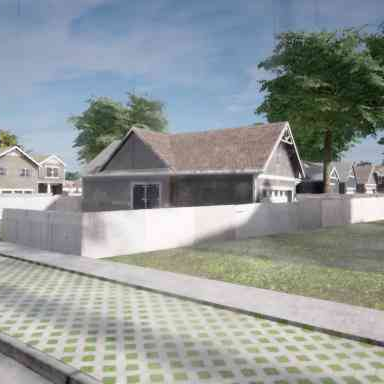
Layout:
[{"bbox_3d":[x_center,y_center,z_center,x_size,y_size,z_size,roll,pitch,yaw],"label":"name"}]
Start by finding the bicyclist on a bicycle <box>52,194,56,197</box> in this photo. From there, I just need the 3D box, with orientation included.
[{"bbox_3d":[-13.073,1.028,31.582,1.656,1.620,0.582,0,1,34],"label":"bicyclist on a bicycle"}]
